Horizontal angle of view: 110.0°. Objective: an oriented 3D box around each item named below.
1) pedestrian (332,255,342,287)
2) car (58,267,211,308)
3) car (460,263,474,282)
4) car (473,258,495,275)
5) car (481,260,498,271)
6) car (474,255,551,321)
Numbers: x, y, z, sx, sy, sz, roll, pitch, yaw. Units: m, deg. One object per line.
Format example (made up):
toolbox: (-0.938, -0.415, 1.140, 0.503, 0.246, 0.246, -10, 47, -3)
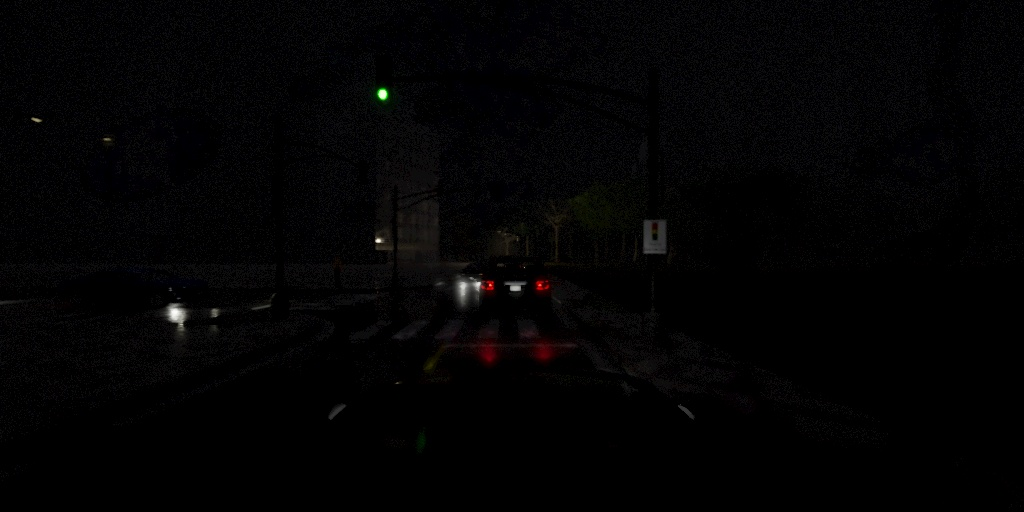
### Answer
pedestrian: (-10.088, 0.858, 20.698, 0.375, 1.860, 0.375, 0, 0, 1)
car: (-15.170, 1.219, 14.594, 5.008, 1.535, 1.882, 0, 0, 0)
car: (-3.104, 1.332, 30.121, 2.033, 1.411, 5.357, 0, 0, 0)
car: (-3.095, 1.145, 39.990, 2.097, 1.767, 4.553, 0, 0, 0)
car: (-3.056, 1.348, 50.448, 2.033, 1.411, 5.357, 0, 0, 0)
car: (0.097, 0.989, 12.670, 2.150, 2.045, 5.566, 0, 0, 0)
